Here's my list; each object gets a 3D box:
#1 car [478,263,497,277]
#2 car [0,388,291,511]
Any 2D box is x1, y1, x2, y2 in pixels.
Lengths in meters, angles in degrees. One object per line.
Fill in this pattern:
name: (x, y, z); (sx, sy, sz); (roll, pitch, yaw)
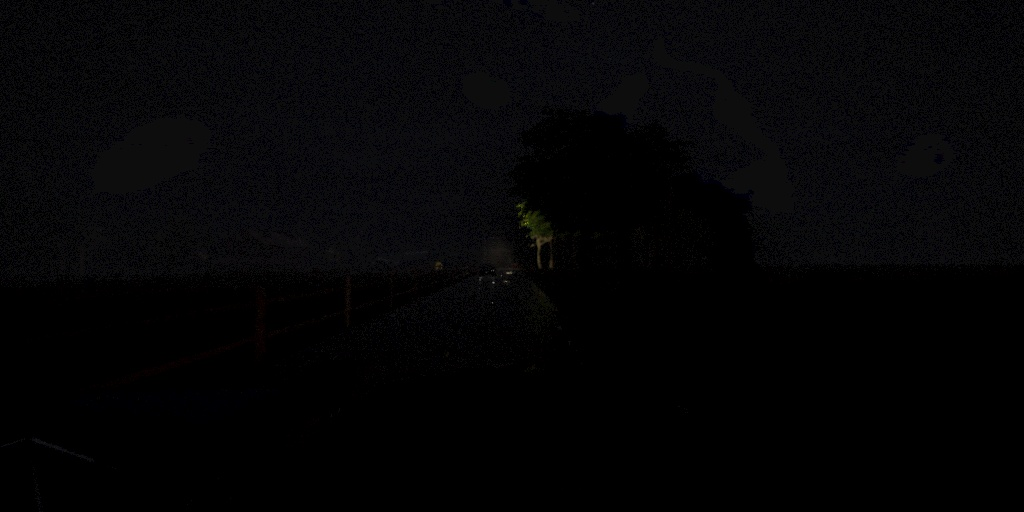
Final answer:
car: (-2.835, 1.626, 42.296); (1.837, 1.490, 4.892); (0, -1, 0)
car: (-2.850, 1.344, 0.871); (1.895, 1.301, 4.718); (0, 0, 0)
